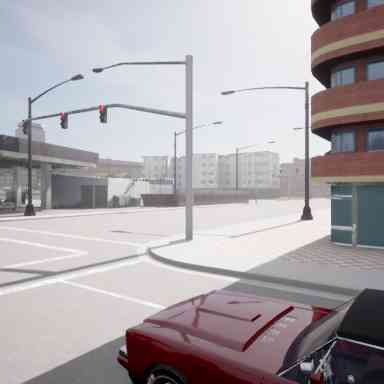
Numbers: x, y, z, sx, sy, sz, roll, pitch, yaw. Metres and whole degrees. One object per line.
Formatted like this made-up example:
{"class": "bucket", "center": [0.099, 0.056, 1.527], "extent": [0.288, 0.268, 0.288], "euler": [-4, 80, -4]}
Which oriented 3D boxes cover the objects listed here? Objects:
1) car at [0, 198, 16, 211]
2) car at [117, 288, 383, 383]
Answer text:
{"class": "car", "center": [-22.300, 1.456, 38.828], "extent": [3.806, 1.475, 1.970], "euler": [0, 0, 36]}
{"class": "car", "center": [1.551, 1.601, 2.867], "extent": [4.718, 1.301, 1.895], "euler": [0, 0, 36]}
